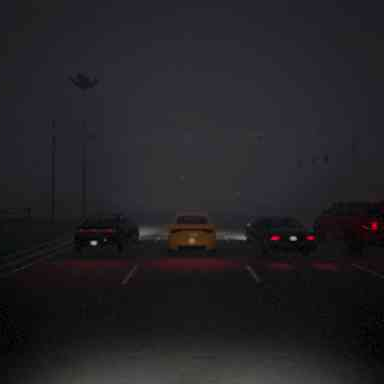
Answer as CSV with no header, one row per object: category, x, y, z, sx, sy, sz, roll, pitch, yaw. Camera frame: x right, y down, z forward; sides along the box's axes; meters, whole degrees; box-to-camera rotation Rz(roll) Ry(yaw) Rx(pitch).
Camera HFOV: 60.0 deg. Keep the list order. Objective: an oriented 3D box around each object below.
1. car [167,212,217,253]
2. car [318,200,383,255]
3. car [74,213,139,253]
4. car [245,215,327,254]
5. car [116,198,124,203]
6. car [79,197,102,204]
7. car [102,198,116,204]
car,0.007,1.614,14.478,1.882,1.535,5.008,0,0,0
car,7.001,1.349,14.032,2.150,2.045,5.566,0,0,0
car,-3.495,1.627,14.302,2.128,1.511,4.902,0,0,0
car,3.502,1.679,13.993,2.033,1.411,5.357,0,-1,0
car,-21.792,2.337,91.885,5.008,1.535,1.882,0,-1,35
car,-26.529,2.165,86.704,4.553,1.767,2.097,0,-1,35
car,-23.574,2.371,88.867,5.357,1.411,2.033,0,-1,39
